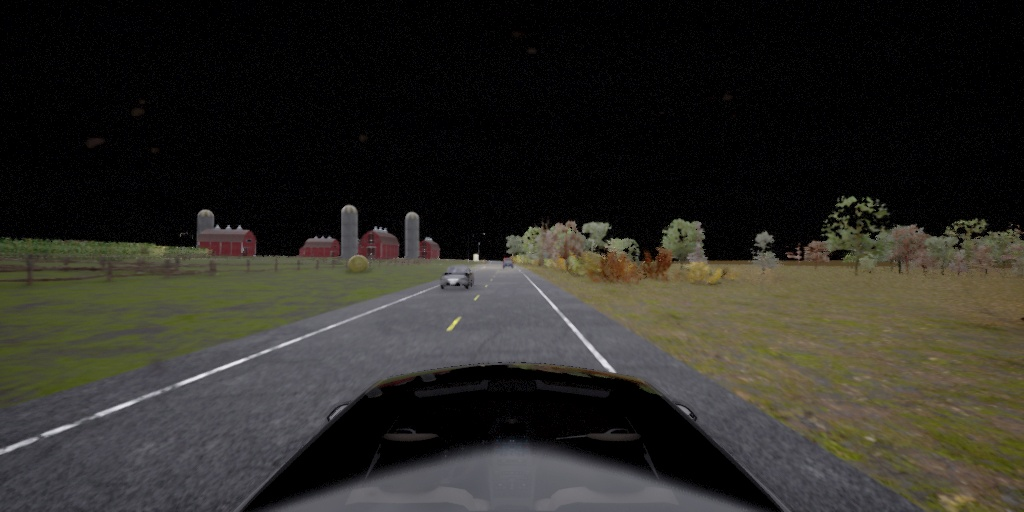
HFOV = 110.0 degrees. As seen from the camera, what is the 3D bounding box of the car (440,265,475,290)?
[{"bbox_3d":[-3.587,1.392,24.225,2.128,1.511,4.902,0,-1,0],"label":"car"}]
